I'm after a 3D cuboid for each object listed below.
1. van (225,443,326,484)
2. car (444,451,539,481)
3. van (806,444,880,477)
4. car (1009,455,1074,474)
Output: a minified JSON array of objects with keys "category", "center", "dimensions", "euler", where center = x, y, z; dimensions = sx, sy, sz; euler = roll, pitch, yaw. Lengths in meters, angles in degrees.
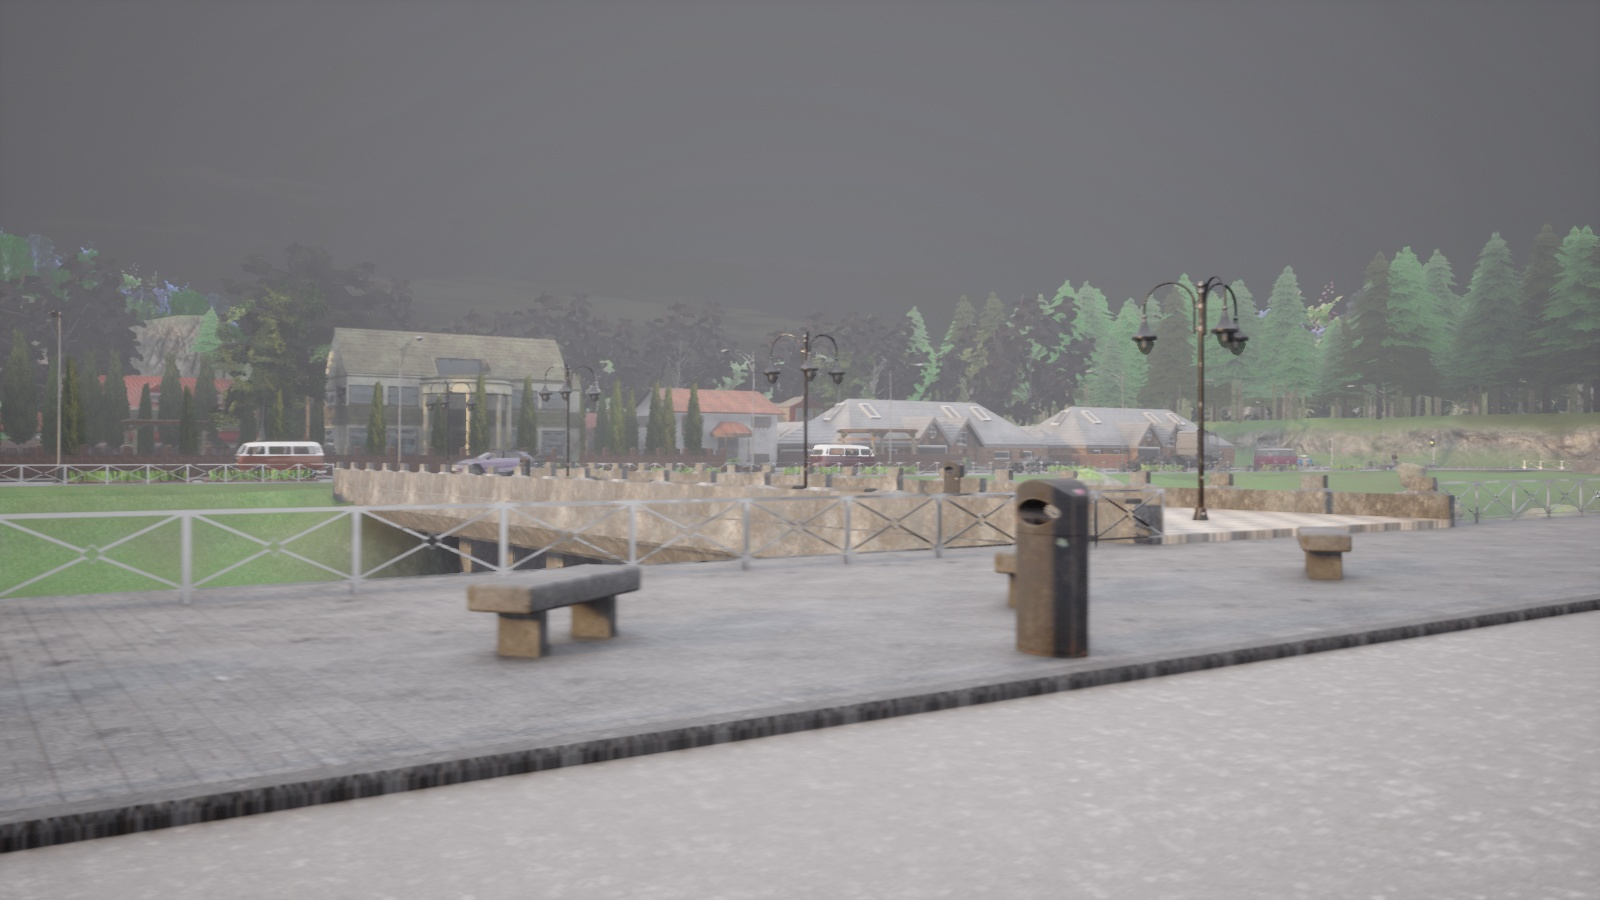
[{"category":"van","center":[-27.269,0.686,65.318],"dimensions":[4.480,2.038,2.069],"euler":[0,0,-35]},{"category":"car","center":[-17.657,0.889,72.004],"dimensions":[4.856,1.649,2.033],"euler":[0,0,-35]},{"category":"van","center":[2.790,0.662,81.357],"dimensions":[4.480,2.038,2.069],"euler":[0,0,-35]},{"category":"car","center":[17.654,1.033,91.697],"dimensions":[4.718,1.301,1.895],"euler":[0,0,-35]}]
